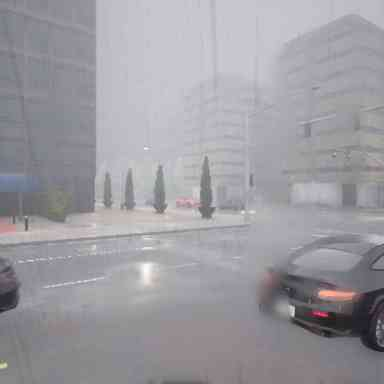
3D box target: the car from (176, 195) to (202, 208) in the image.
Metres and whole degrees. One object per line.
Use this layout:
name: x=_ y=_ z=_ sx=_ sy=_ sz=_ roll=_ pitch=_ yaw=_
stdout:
car: x=-0.423 y=1.352 z=47.574 sx=2.097 sy=1.767 sz=4.553 roll=0 pitch=0 yaw=-35

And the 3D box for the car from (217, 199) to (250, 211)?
car: x=4.958 y=1.564 z=39.895 sx=1.994 sy=1.385 sz=4.181 roll=0 pitch=0 yaw=-35

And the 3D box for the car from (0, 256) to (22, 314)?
car: x=-5.043 y=1.526 z=4.709 sx=4.674 sy=1.442 sz=1.812 roll=0 pitch=0 yaw=-35

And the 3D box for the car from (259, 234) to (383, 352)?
car: x=3.247 y=1.526 z=6.136 sx=4.674 sy=1.442 sz=1.812 roll=0 pitch=0 yaw=-35

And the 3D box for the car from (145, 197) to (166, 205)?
car: x=-6.129 y=1.564 z=55.731 sx=1.994 sy=1.385 sz=4.181 roll=0 pitch=0 yaw=-35
